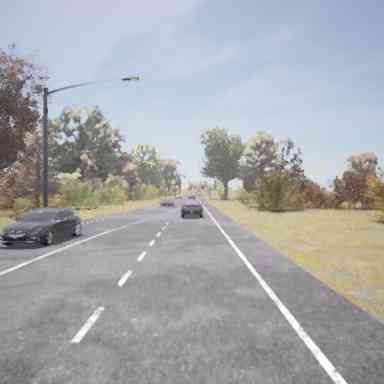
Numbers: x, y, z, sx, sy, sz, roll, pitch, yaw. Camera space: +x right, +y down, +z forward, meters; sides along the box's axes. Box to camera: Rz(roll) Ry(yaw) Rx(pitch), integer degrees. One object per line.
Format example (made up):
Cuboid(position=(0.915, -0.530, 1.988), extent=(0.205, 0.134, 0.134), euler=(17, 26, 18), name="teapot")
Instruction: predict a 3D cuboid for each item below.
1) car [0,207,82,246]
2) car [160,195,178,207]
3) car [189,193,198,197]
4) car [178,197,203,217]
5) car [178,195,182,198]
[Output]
Cuboid(position=(-6.681, 1.510, 15.283), extent=(1.837, 1.490, 4.892), euler=(-1, 0, 4), name="car")
Cuboid(position=(-3.538, 1.521, 48.712), extent=(1.994, 1.385, 4.181), euler=(0, 0, 1), name="car")
Cuboid(position=(0.011, 1.370, 93.635), extent=(2.128, 1.511, 4.902), euler=(0, 0, 1), name="car")
Cuboid(position=(-0.001, 1.473, 30.473), extent=(2.128, 1.511, 4.902), euler=(0, 0, 0), name="car")
Cuboid(position=(-3.499, 1.439, 88.616), extent=(1.895, 1.301, 4.718), euler=(0, 0, 0), name="car")
